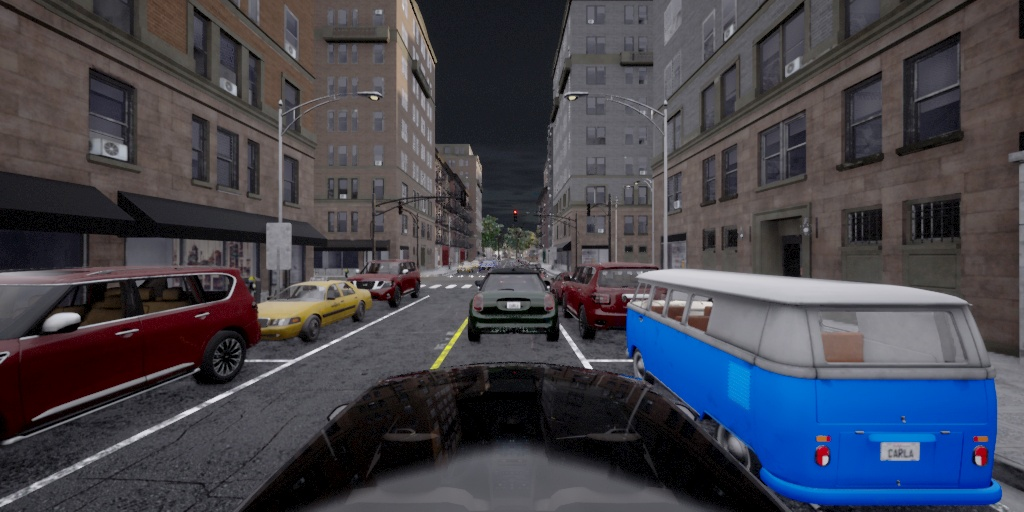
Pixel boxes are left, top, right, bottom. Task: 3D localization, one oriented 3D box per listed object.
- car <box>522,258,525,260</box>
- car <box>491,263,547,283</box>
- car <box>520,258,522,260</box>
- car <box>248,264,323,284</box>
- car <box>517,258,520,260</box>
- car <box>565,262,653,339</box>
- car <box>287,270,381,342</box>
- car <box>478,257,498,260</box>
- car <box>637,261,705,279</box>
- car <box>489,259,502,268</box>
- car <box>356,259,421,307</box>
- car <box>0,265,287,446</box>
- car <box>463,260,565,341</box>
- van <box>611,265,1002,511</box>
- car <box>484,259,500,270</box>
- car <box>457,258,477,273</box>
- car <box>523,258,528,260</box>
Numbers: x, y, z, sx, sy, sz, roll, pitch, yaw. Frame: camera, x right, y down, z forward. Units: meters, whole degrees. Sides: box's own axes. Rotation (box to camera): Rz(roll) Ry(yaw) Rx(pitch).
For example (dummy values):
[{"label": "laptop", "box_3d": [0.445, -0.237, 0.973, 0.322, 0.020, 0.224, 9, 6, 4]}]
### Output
[{"label": "car", "box_3d": [2.576, 1.286, 48.133, 1.888, 1.381, 4.507, 0, 0, 0]}, {"label": "car", "box_3d": [0.518, 1.296, 27.826, 4.181, 1.385, 1.994, 0, 0, 0]}, {"label": "car", "box_3d": [2.569, 1.291, 53.615, 2.007, 1.370, 4.403, 0, 0, 0]}, {"label": "car", "box_3d": [-17.459, 1.340, 27.780, 4.674, 1.442, 1.812, 0, 0, 0]}, {"label": "car", "box_3d": [0.024, 1.304, 58.864, 1.994, 1.385, 4.181, 0, 0, 0]}, {"label": "car", "box_3d": [2.627, 1.063, 9.964, 2.192, 1.841, 5.009, 0, 0, 0]}, {"label": "car", "box_3d": [-5.410, 1.274, 9.784, 1.751, 1.417, 4.829, 0, 0, 0]}, {"label": "car", "box_3d": [-2.898, 1.219, 42.887, 1.882, 1.535, 5.008, 0, 0, 0]}, {"label": "car", "box_3d": [13.593, 1.167, 30.811, 4.902, 1.511, 2.128, 0, 0, 0]}, {"label": "car", "box_3d": [-2.896, 1.303, 62.914, 1.994, 1.385, 4.181, 0, 0, 0]}, {"label": "car", "box_3d": [-5.418, 1.062, 15.633, 2.192, 1.841, 5.009, 0, 0, 0]}, {"label": "car", "box_3d": [-5.401, 1.064, 4.277, 2.192, 1.841, 5.009, 0, 0, 0]}, {"label": "car", "box_3d": [0.023, 1.100, 10.001, 2.097, 1.767, 4.553, 0, 0, 0]}, {"label": "van", "box_3d": [2.635, 1.090, 4.285, 1.690, 1.789, 3.998, 0, 0, 0]}, {"label": "car", "box_3d": [-2.909, 1.232, 52.854, 2.128, 1.511, 4.902, 0, 0, 0]}, {"label": "car", "box_3d": [-5.469, 1.267, 42.471, 1.751, 1.417, 4.829, 0, 0, 0]}, {"label": "car", "box_3d": [2.584, 1.292, 42.652, 2.007, 1.370, 4.403, 0, 0, 0]}]
